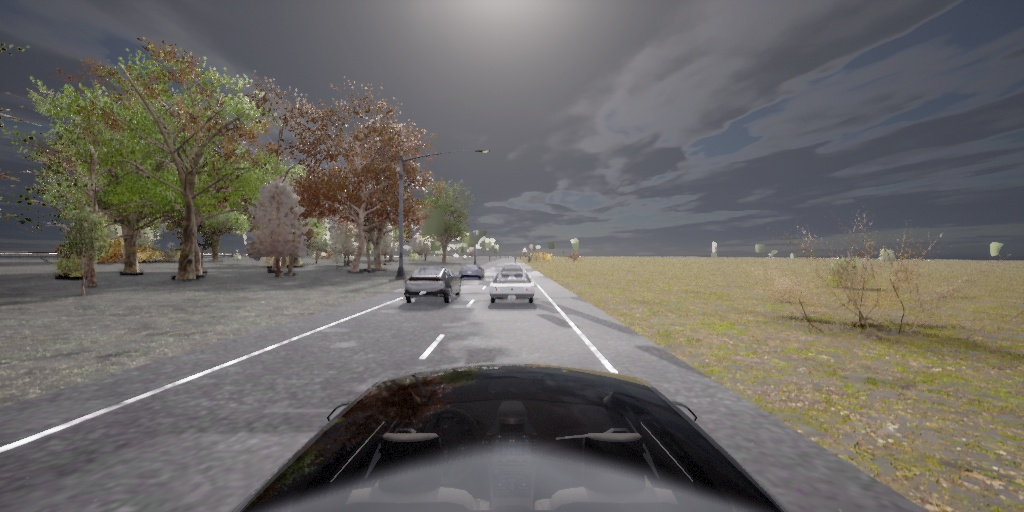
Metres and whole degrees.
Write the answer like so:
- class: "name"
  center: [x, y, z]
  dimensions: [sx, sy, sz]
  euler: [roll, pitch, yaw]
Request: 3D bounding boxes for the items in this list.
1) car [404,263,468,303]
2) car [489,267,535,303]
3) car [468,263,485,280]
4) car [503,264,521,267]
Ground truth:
- class: "car"
  center: [-3.500, 1.247, 16.501]
  dimensions: [2.128, 1.511, 4.902]
  euler: [0, 0, 0]
- class: "car"
  center: [0.000, 1.368, 16.531]
  dimensions: [1.895, 1.301, 4.718]
  euler: [0, 0, 0]
- class: "car"
  center: [-3.500, 1.328, 31.501]
  dimensions: [1.994, 1.385, 4.181]
  euler: [0, 0, 0]
- class: "car"
  center: [0.000, 1.372, 31.531]
  dimensions: [1.895, 1.301, 4.718]
  euler: [0, 0, 0]
